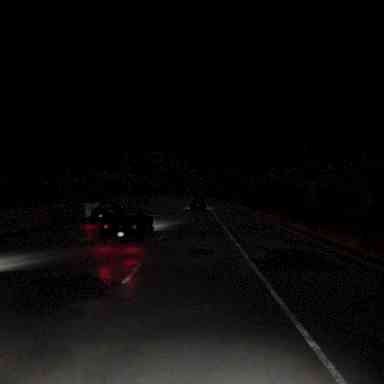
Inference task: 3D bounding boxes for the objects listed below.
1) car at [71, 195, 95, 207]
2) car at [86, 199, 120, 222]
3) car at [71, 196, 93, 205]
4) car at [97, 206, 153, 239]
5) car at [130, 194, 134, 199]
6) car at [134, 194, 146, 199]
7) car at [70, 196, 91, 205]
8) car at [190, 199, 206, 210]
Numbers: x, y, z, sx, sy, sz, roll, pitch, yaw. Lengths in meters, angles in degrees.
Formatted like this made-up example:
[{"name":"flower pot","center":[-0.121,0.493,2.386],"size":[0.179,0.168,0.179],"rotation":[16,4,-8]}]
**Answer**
[{"name":"car","center":[-16.754,1.349,51.148],"size":[2.097,1.767,4.553],"rotation":[0,0,1]},{"name":"car","center":[-6.512,1.525,26.169],"size":[1.812,1.442,4.674],"rotation":[0,0,1]},{"name":"car","center":[-13.429,1.488,42.063],"size":[2.128,1.511,4.902],"rotation":[0,0,1]},{"name":"car","center":[-3.164,1.601,17.188],"size":[1.895,1.301,4.718],"rotation":[0,0,1]},{"name":"car","center":[-15.983,1.321,92.564],"size":[1.882,1.535,5.008],"rotation":[0,0,1]},{"name":"car","center":[-12.630,1.603,83.912],"size":[1.994,1.385,4.181],"rotation":[0,0,1]},{"name":"car","center":[-20.065,1.478,59.966],"size":[1.882,1.535,5.008],"rotation":[0,0,2]},{"name":"car","center":[0.774,1.568,42.943],"size":[1.994,1.385,4.181],"rotation":[0,0,1]}]
